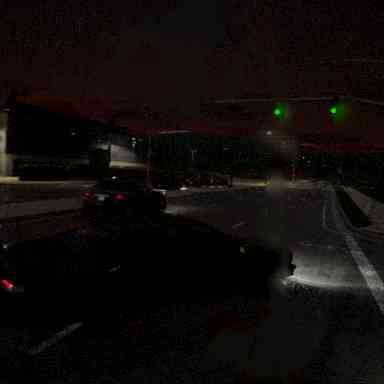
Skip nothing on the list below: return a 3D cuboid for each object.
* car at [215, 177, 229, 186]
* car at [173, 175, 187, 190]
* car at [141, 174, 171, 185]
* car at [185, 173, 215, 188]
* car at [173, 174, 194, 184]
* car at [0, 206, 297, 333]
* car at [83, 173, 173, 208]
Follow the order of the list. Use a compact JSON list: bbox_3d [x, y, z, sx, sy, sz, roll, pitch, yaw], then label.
[{"bbox_3d":[4.905,-1.767,56.105,2.128,1.511,4.902,4,4,22],"label":"car"},{"bbox_3d":[-2.717,-0.972,38.009,1.994,1.385,4.181,5,4,23],"label":"car"},{"bbox_3d":[-5.339,-1.853,49.692,2.033,1.411,5.357,4,4,22],"label":"car"},{"bbox_3d":[0.936,-1.653,46.541,2.150,2.045,5.566,4,4,22],"label":"car"},{"bbox_3d":[-1.424,-2.299,59.063,1.882,1.535,5.008,4,4,22],"label":"car"},{"bbox_3d":[-0.501,1.125,5.871,5.357,1.411,2.033,1,4,-35],"label":"car"},{"bbox_3d":[-2.942,0.198,15.555,2.097,1.767,4.553,4,4,21],"label":"car"}]
